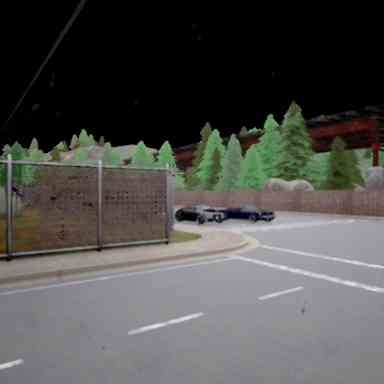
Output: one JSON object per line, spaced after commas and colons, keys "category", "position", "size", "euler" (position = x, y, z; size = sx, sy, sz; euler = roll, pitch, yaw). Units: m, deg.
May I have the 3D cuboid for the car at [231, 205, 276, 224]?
{"category": "car", "position": [4.165, 1.647, 25.695], "size": [1.895, 1.301, 4.718], "euler": [0, 0, -36]}

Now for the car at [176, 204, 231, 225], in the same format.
{"category": "car", "position": [0.577, 1.601, 24.684], "size": [1.994, 1.385, 4.181], "euler": [0, 0, -36]}
